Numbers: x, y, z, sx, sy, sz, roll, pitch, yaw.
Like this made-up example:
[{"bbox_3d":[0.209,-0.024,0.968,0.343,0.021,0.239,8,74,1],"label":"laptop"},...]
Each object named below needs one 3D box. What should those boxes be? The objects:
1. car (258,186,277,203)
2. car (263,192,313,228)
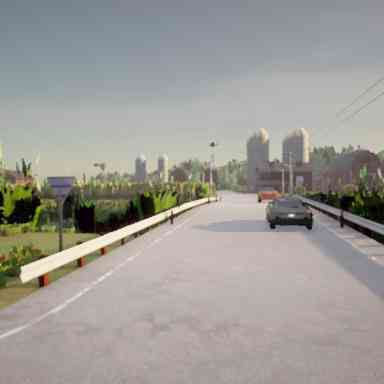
[{"bbox_3d":[8.456,0.261,37.152,2.097,1.767,4.553,0,-1,9],"label":"car"},{"bbox_3d":[4.801,0.916,16.716,1.994,1.385,4.181,0,3,11],"label":"car"}]
